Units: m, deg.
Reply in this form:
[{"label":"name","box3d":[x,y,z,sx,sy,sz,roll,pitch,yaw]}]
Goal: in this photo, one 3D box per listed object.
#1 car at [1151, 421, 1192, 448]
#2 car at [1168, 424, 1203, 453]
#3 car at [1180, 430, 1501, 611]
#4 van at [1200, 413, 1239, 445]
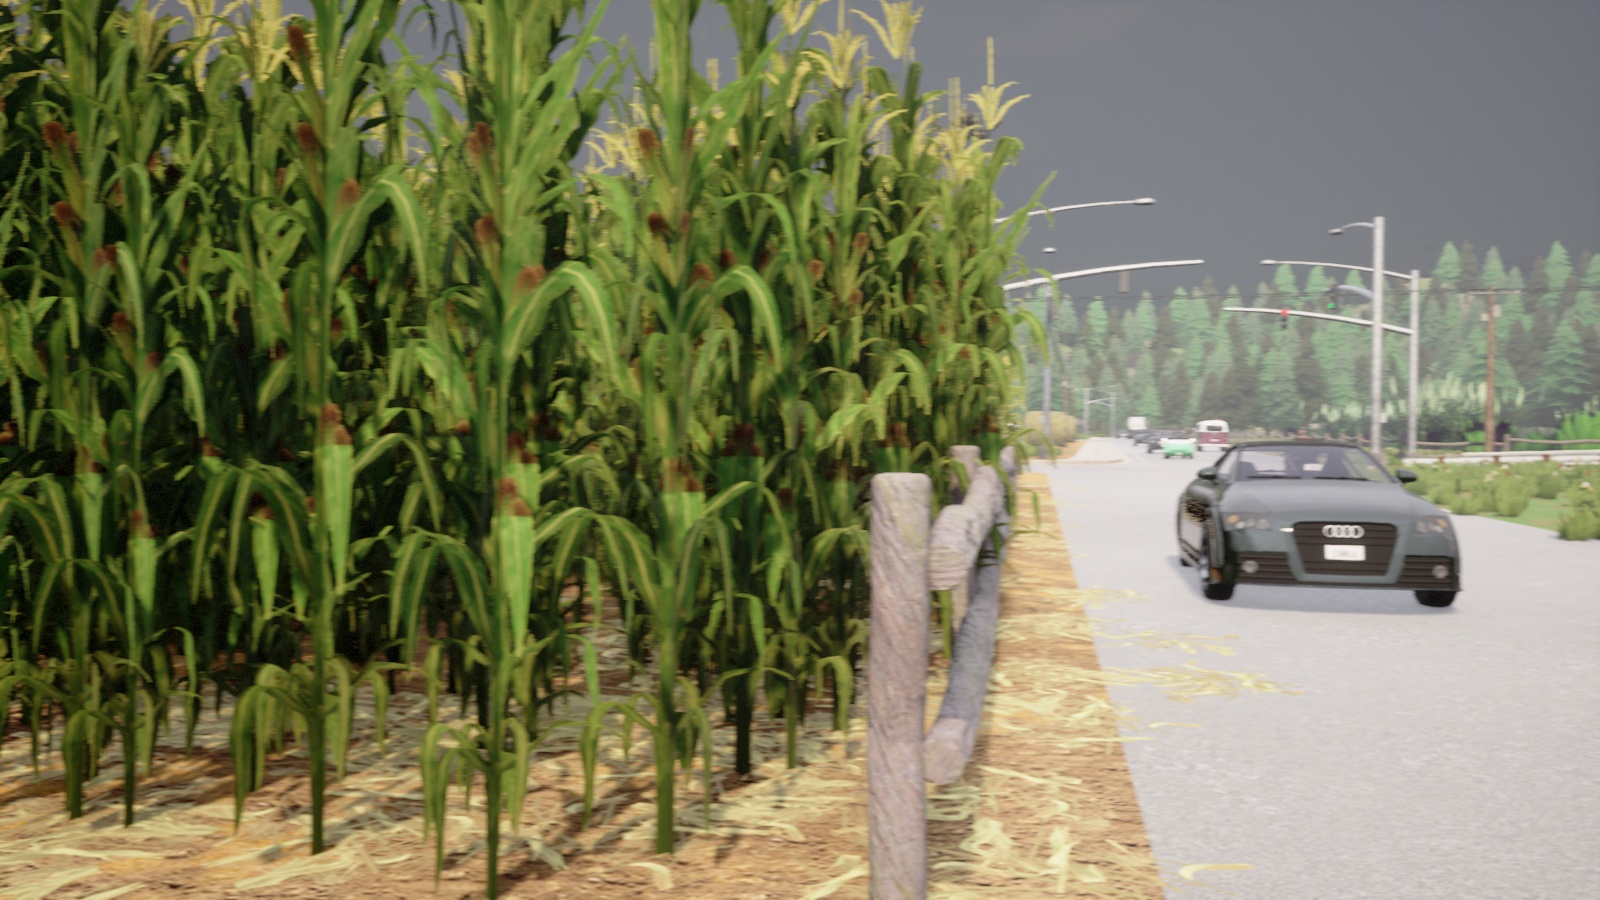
[{"label":"car","box3d":[22.047,-0.956,74.692,2.128,1.511,4.902,0,1,14]},{"label":"car","box3d":[18.816,-0.578,61.321,1.481,1.376,2.207,0,1,14]},{"label":"car","box3d":[4.856,0.520,11.955,1.994,1.385,4.181,0,1,12]},{"label":"van","box3d":[27.599,-1.399,82.770,2.069,2.038,4.480,0,1,14]}]
